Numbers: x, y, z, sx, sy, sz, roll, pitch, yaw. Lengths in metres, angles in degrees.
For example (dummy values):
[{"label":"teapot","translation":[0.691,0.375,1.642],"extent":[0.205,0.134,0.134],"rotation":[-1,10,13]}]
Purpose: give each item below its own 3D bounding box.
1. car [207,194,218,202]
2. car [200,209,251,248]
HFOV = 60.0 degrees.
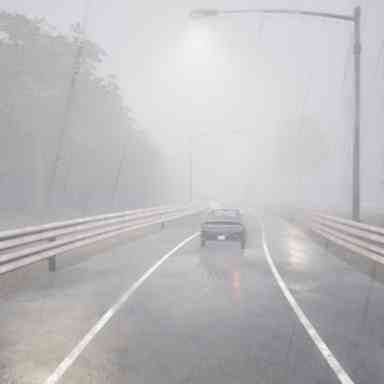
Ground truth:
[{"label":"car","translation":[4.412,1.297,73.841],"extent":[2.097,1.767,4.553],"rotation":[0,0,-9]},{"label":"car","translation":[1.536,1.499,14.898],"extent":[2.128,1.511,4.902],"rotation":[0,0,10]}]
